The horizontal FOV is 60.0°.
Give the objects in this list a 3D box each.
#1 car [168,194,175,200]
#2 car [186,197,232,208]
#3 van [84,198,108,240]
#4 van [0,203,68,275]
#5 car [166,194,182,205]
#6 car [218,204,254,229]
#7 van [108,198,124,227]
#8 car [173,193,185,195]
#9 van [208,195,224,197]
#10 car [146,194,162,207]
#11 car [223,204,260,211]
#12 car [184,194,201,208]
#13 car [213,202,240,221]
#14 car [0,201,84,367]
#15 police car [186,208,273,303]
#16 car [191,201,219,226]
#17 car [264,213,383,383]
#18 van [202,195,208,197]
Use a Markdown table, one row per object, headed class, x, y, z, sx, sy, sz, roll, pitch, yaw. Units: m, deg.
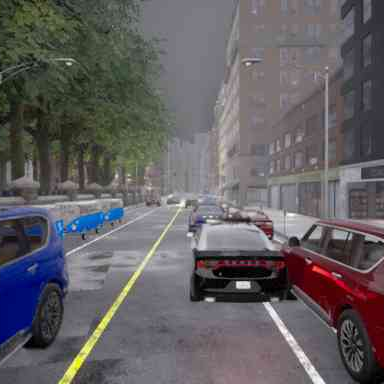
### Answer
| class | x | y | z | sx | sy | sz | roll | pitch | yaw |
| --- | --- | --- | --- | --- | --- | --- | --- | --- | --- |
| car | -5.751 | 1.375 | 94.095 | 1.752 | 1.417 | 4.829 | 0 | 0 | 0 |
| car | 0.864 | 1.342 | 18.262 | 2.097 | 1.767 | 4.553 | 0 | 0 | 0 |
| van | -5.684 | 1.333 | 16.628 | 1.690 | 1.788 | 3.998 | 0 | 0 | 0 |
| van | -5.679 | 1.337 | 10.970 | 1.690 | 1.788 | 3.998 | 0 | 0 | 0 |
| car | -3.104 | 1.503 | 55.123 | 1.994 | 1.385 | 4.181 | 0 | 0 | 0 |
| car | 2.837 | 1.569 | 22.321 | 1.802 | 1.307 | 4.206 | 0 | 0 | 0 |
| van | -5.689 | 1.328 | 22.286 | 1.690 | 1.788 | 3.998 | 0 | 0 | 0 |
| car | -3.057 | 1.406 | 66.287 | 2.128 | 1.511 | 4.902 | 0 | 0 | 0 |
| van | 2.827 | 1.315 | 33.642 | 1.690 | 1.788 | 3.998 | 0 | 0 | 0 |
| car | -5.713 | 1.262 | 50.576 | 2.192 | 1.841 | 5.009 | 0 | 0 | 0 |
| car | 2.842 | 1.537 | 16.661 | 1.887 | 1.381 | 4.507 | 0 | 0 | 0 |
| car | -0.012 | 1.460 | 46.111 | 1.837 | 1.490 | 4.892 | 0 | 0 | 0 |
| car | 2.832 | 1.563 | 27.982 | 1.802 | 1.307 | 4.206 | 0 | 0 | 0 |
| car | -3.101 | 1.221 | 3.321 | 2.150 | 2.045 | 5.566 | 0 | 0 | 0 |
| police car | 0.894 | 1.422 | 8.402 | 1.930 | 1.638 | 5.238 | 0 | 0 | 0 |
| car | 0.880 | 1.490 | 24.292 | 1.837 | 1.490 | 4.892 | 0 | 0 | 0 |
| car | 2.850 | 1.313 | 5.340 | 2.192 | 1.841 | 5.009 | 0 | 0 | 0 |
| van | 2.812 | 1.288 | 50.623 | 1.690 | 1.788 | 3.998 | 0 | 0 | 0 |
